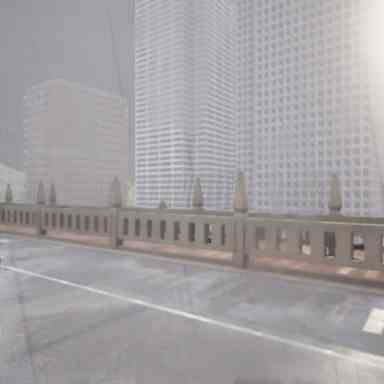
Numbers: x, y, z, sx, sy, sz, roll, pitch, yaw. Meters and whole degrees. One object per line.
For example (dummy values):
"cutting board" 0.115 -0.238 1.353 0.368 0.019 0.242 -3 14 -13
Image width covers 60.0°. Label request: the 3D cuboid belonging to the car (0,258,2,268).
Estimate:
"car" -7.371 1.550 9.249 5.357 1.411 2.033 0 0 35
